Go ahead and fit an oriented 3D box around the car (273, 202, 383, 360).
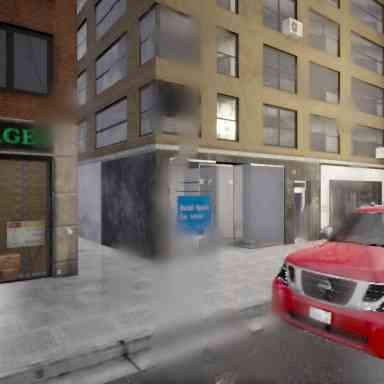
[{"bbox_3d":[3.879,1.221,5.862,5.566,2.045,2.150,0,0,-36],"label":"car"}]
